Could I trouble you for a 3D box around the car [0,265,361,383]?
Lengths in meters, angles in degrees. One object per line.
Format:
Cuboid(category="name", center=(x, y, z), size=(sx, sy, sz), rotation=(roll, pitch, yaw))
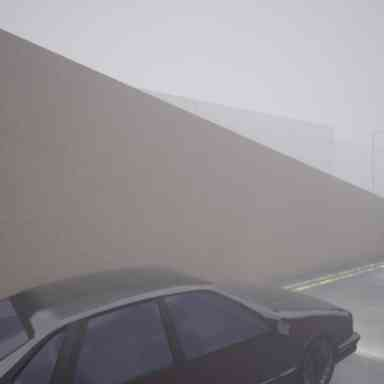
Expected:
Cuboid(category="car", center=(-0.477, 1.544, 3.405), size=(5.357, 1.411, 2.033), rotation=(0, 0, -36))
